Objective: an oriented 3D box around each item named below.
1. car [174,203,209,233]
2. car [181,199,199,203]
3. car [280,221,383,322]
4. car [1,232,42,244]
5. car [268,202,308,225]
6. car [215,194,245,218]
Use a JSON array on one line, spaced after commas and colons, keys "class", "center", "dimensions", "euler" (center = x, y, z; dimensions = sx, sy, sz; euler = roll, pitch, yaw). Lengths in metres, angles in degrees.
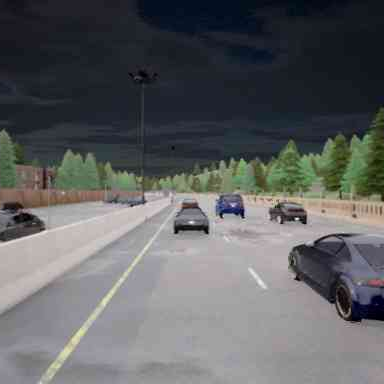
[{"class": "car", "center": [-0.039, 1.565, 19.512], "dimensions": [1.994, 1.385, 4.181], "euler": [0, 0, -1]}, {"class": "car", "center": [-0.194, 1.479, 37.116], "dimensions": [1.882, 1.535, 5.008], "euler": [0, 0, -1]}, {"class": "car", "center": [3.571, 1.576, 7.250], "dimensions": [1.994, 1.385, 4.181], "euler": [0, 0, -1]}, {"class": "car", "center": [-7.175, 1.482, 12.360], "dimensions": [1.837, 1.490, 4.892], "euler": [0, 0, 0]}, {"class": "car", "center": [6.918, 1.529, 24.401], "dimensions": [1.837, 1.490, 4.892], "euler": [0, 0, -1]}, {"class": "car", "center": [3.370, 1.234, 30.006], "dimensions": [2.150, 2.045, 5.566], "euler": [0, 0, -1]}]
